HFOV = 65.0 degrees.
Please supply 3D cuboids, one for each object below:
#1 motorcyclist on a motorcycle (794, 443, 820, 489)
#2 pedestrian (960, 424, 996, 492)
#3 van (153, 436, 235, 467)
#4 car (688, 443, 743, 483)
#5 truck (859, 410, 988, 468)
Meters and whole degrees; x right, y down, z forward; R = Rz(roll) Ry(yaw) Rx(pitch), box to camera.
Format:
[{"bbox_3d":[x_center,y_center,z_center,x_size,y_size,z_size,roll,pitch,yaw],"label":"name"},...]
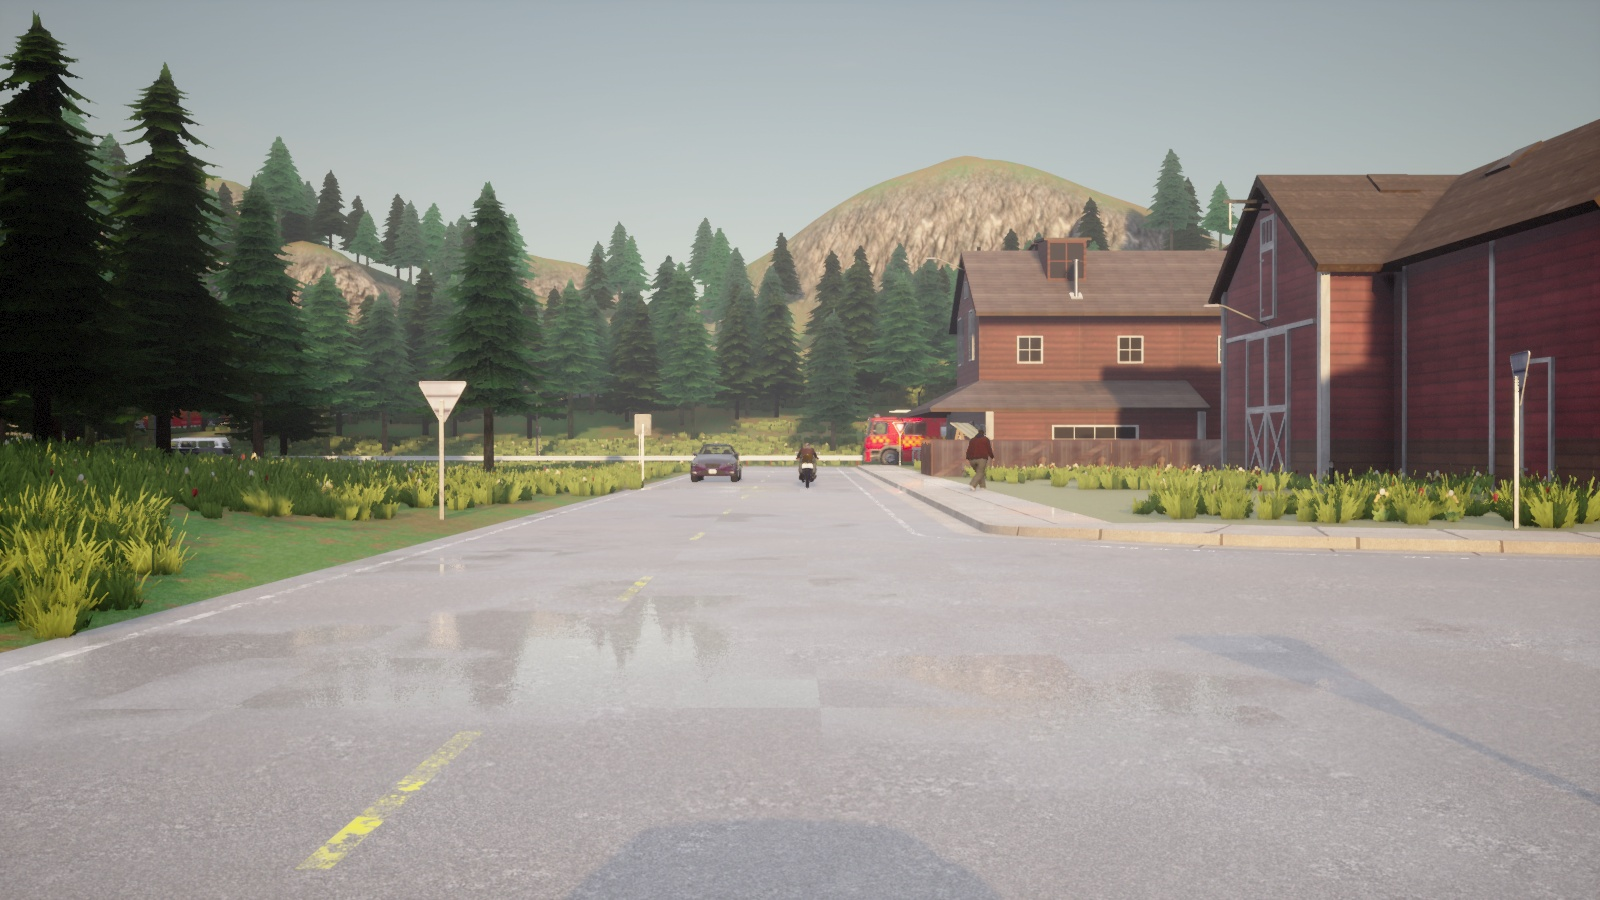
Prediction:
[{"bbox_3d":[0.252,0.540,42.824,0.866,1.530,2.191,0,0,0],"label":"motorcyclist on a motorcycle"},{"bbox_3d":[4.922,0.210,34.678,0.634,1.844,0.899,0,0,34],"label":"pedestrian"},{"bbox_3d":[-40.942,0.097,84.905,4.480,2.038,2.069,0,0,0],"label":"van"},{"bbox_3d":[-3.217,0.485,48.360,1.816,1.474,4.193,0,0,0],"label":"car"},{"bbox_3d":[8.254,-0.750,84.707,8.468,3.827,2.891,0,0,0],"label":"truck"}]
